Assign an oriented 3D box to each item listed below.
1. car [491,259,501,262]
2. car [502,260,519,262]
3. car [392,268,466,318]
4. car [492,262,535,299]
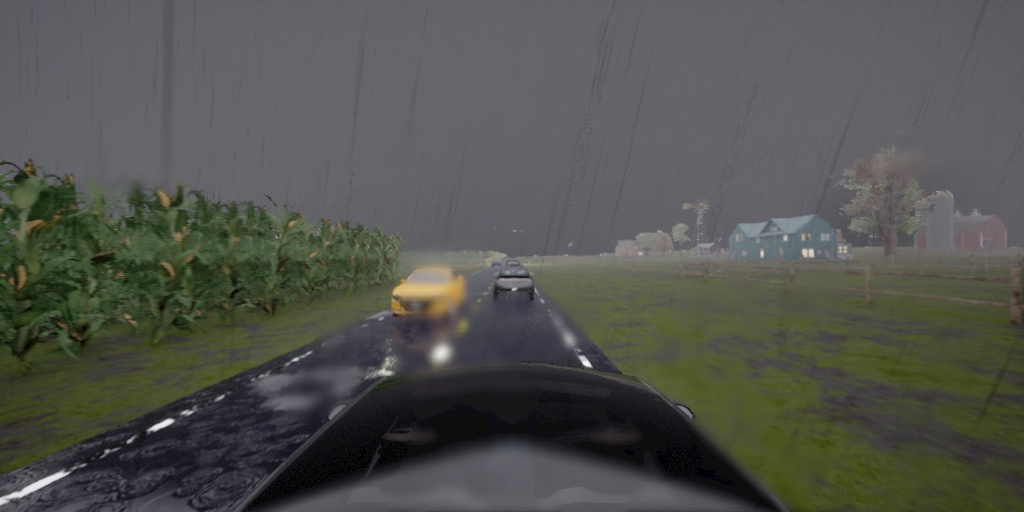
[{"bbox_3d":[-2.740,1.222,65.032,2.033,1.411,5.357,0,0,-2],"label":"car"},{"bbox_3d":[0.102,1.211,38.225,1.837,1.490,4.892,0,0,0],"label":"car"},{"bbox_3d":[-2.849,1.214,13.178,1.882,1.535,5.008,0,0,0],"label":"car"},{"bbox_3d":[0.101,1.223,17.800,2.128,1.511,4.902,0,0,0],"label":"car"}]
